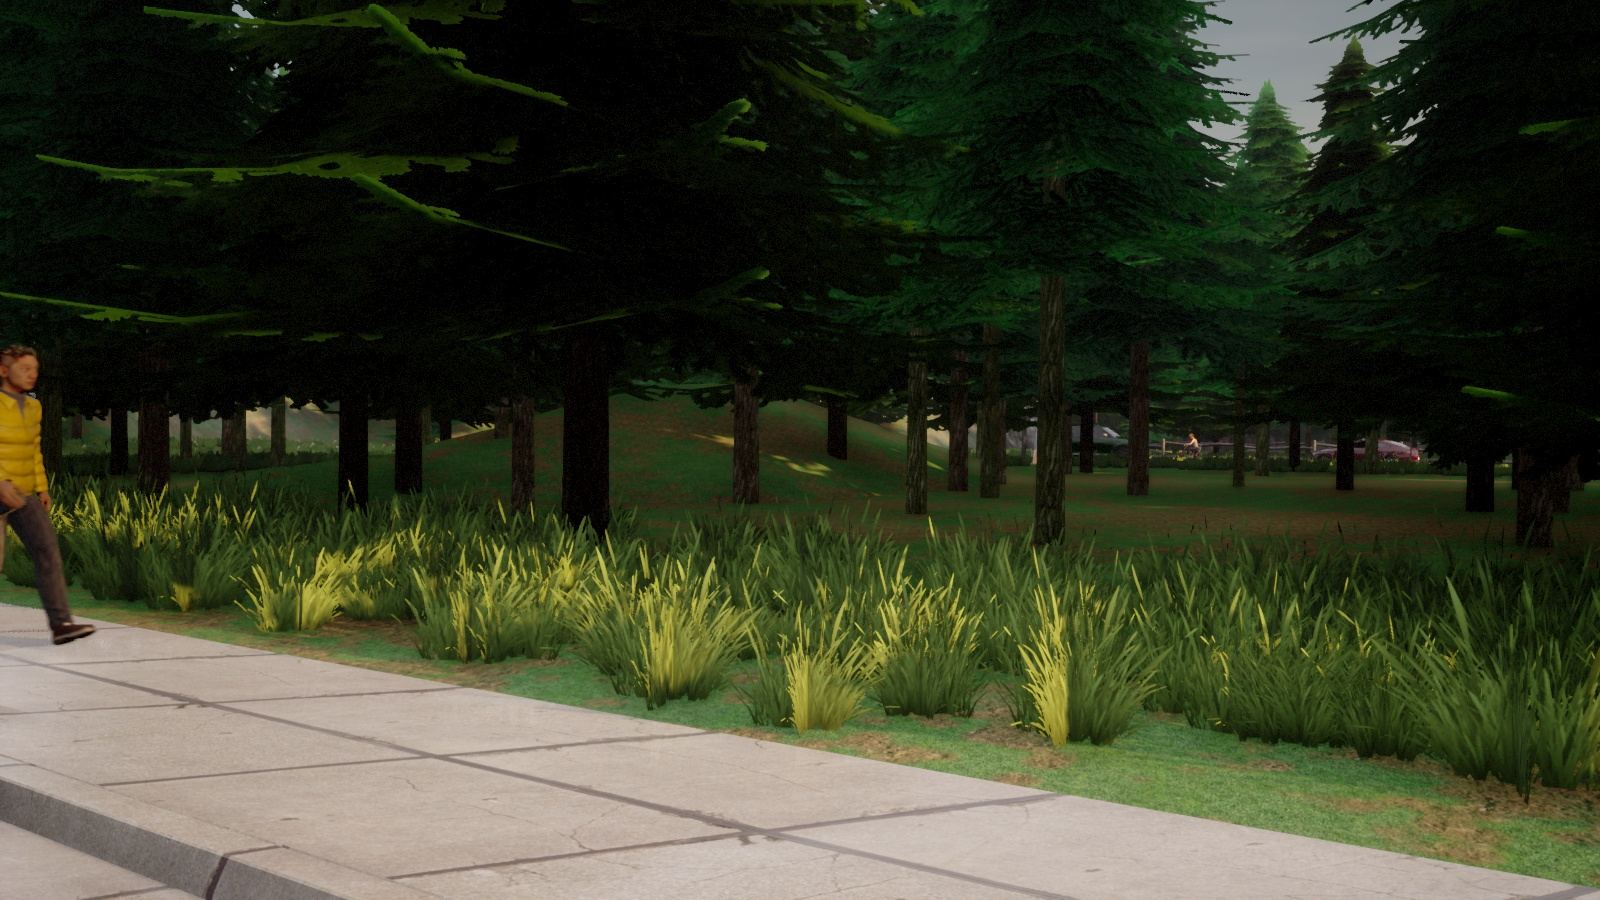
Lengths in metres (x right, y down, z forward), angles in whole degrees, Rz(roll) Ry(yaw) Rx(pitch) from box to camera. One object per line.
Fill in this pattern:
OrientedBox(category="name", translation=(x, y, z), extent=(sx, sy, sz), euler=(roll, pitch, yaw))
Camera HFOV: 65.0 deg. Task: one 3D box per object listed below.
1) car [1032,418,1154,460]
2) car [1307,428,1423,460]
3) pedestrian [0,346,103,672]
OrientedBox(category="car", translation=(14.542, -0.532, 62.284), extent=(5.566, 2.045, 2.150), euler=(0, 1, 25))
OrientedBox(category="car", translation=(26.390, -0.283, 58.711), extent=(4.674, 1.442, 1.812), euler=(0, 1, 35))
OrientedBox(category="pedestrian", translation=(-4.577, 0.334, 7.387), extent=(0.709, 1.840, 0.431), euler=(0, 1, 17))
